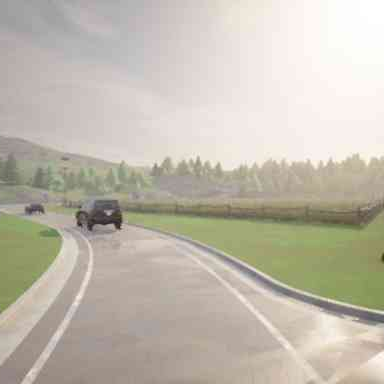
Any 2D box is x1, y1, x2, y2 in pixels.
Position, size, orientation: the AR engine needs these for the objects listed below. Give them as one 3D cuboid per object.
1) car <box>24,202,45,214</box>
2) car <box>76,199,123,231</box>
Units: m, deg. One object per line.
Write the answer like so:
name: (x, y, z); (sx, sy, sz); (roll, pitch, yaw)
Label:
car: (-20.498, 2.081, 43.266); (1.837, 1.490, 4.892); (0, 0, -33)
car: (-6.542, 1.497, 23.188); (2.150, 2.045, 5.566); (0, -1, -30)
